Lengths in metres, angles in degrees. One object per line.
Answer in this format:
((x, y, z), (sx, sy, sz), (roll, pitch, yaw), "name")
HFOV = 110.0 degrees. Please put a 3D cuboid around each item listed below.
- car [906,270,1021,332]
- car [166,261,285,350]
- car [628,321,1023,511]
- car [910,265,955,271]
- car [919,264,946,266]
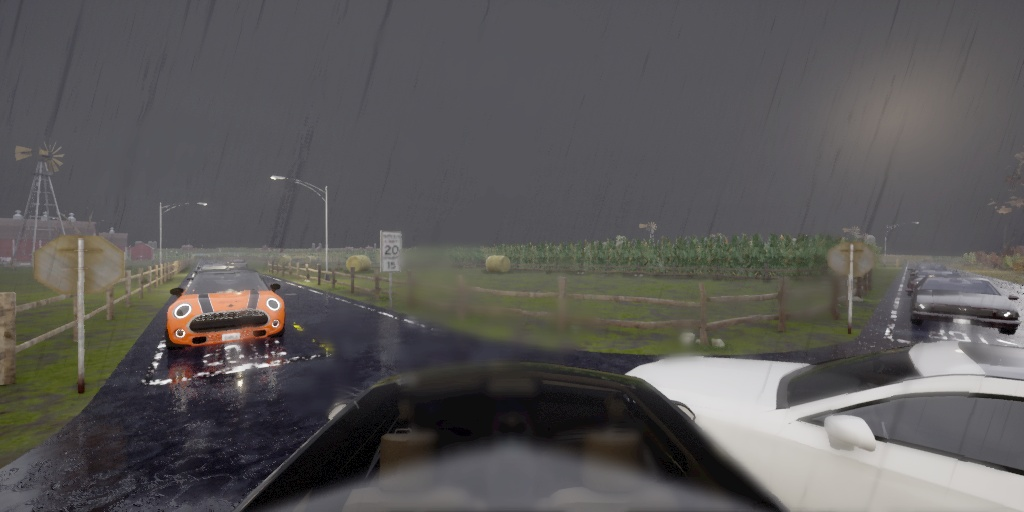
((13.686, 1.331, 11.065), (5.357, 1.411, 2.033), (0, 1, -42), "car")
((-7.429, 1.135, 9.416), (2.097, 1.767, 4.553), (0, 0, -39), "car")
((2.868, 1.293, 2.162), (1.812, 1.442, 4.674), (0, 1, -43), "car")
((21.121, 1.358, 17.742), (4.181, 1.385, 1.994), (0, 1, -42), "car")
((28.790, 1.300, 24.617), (4.902, 1.511, 2.128), (0, 1, -42), "car")
